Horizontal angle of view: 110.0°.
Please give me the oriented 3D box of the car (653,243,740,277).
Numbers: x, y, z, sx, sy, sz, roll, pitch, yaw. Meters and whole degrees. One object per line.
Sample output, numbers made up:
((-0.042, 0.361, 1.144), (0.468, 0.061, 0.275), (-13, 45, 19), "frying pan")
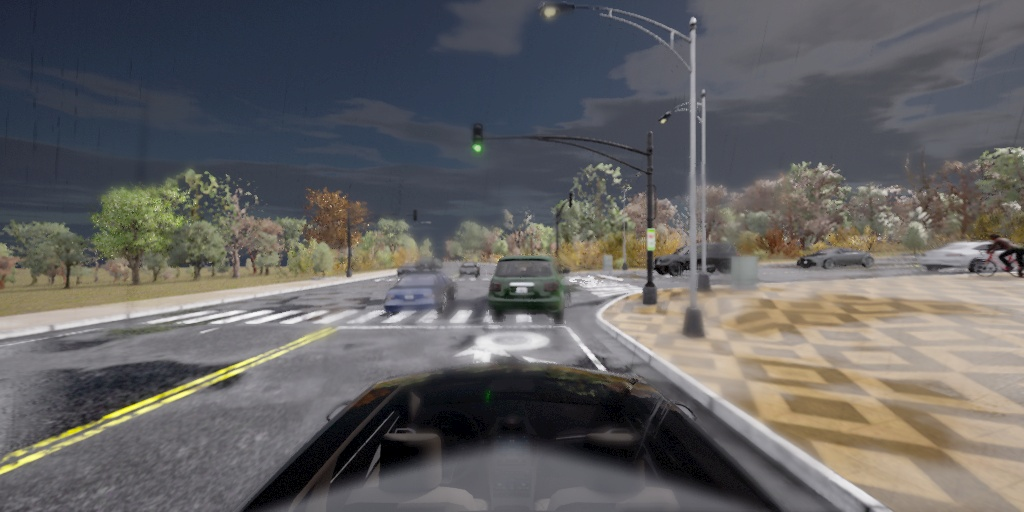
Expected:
((12.230, 0.227, 24.057), (5.566, 2.045, 2.150), (-3, 0, -1), "car")

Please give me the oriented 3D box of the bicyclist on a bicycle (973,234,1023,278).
((18.108, -0.002, 13.265), (0.582, 1.620, 1.656), (-2, -1, -1), "bicyclist on a bicycle")

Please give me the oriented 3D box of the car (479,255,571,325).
((0.758, 0.994, 12.193), (2.150, 2.045, 5.566), (-1, 0, 10), "car")

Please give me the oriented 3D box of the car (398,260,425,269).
((-11.043, 1.439, 38.821), (1.994, 1.385, 4.181), (0, 0, -3), "car")

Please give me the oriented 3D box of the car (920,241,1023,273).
((22.885, 0.022, 17.581), (4.674, 1.442, 1.812), (-3, 0, -2), "car")

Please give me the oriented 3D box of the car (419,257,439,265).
((-11.682, 1.146, 48.673), (2.150, 2.045, 5.566), (0, 0, -4), "car")

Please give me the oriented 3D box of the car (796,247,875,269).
((21.808, 0.131, 24.268), (4.181, 1.385, 1.994), (-3, 0, -1), "car")

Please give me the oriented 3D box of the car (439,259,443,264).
((-12.474, 1.329, 58.752), (2.097, 1.767, 4.553), (0, 0, -5), "car")

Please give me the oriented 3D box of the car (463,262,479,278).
((-4.169, 1.351, 35.857), (2.128, 1.511, 4.902), (0, 0, -3), "car")

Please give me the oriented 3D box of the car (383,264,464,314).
((-3.339, 1.285, 13.959), (2.033, 1.411, 5.357), (-2, 2, -1), "car")
